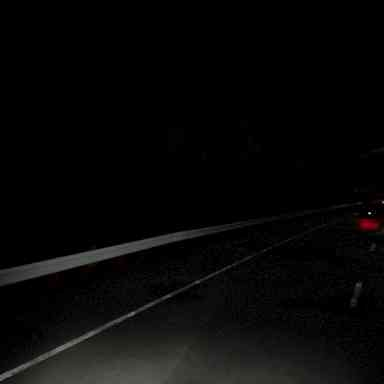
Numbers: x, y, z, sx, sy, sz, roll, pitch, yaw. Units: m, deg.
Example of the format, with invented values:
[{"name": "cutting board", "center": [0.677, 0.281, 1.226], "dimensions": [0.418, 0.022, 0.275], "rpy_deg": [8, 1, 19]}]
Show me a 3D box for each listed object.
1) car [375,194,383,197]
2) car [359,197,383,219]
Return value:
[{"name": "car", "center": [22.194, 1.221, 38.079], "dimensions": [2.150, 2.045, 5.566], "rpy_deg": [0, 0, 36]}, {"name": "car", "center": [16.120, 1.505, 29.556], "dimensions": [1.837, 1.490, 4.892], "rpy_deg": [0, 0, 35]}]
